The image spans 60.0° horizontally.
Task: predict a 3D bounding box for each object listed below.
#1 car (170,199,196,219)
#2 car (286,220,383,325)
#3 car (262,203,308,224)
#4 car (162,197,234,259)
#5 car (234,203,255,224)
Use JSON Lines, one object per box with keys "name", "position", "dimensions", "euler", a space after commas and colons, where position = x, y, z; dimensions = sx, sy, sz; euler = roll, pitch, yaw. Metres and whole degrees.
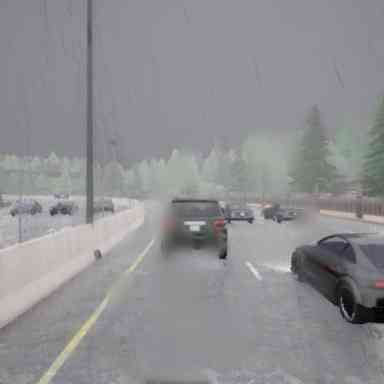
{"name": "car", "position": [-0.902, 1.450, 29.517], "dimensions": [1.837, 1.490, 4.892], "euler": [0, 0, -7]}
{"name": "car", "position": [3.574, 1.551, 7.067], "dimensions": [1.994, 1.385, 4.181], "euler": [0, 0, 0]}
{"name": "car", "position": [6.657, 1.502, 24.439], "dimensions": [2.033, 1.411, 5.357], "euler": [0, 0, -4]}
{"name": "car", "position": [0.091, 1.195, 12.705], "dimensions": [2.150, 2.045, 5.566], "euler": [0, 0, 0]}
{"name": "car", "position": [3.147, 1.502, 24.425], "dimensions": [2.033, 1.411, 5.357], "euler": [0, 0, -4]}
